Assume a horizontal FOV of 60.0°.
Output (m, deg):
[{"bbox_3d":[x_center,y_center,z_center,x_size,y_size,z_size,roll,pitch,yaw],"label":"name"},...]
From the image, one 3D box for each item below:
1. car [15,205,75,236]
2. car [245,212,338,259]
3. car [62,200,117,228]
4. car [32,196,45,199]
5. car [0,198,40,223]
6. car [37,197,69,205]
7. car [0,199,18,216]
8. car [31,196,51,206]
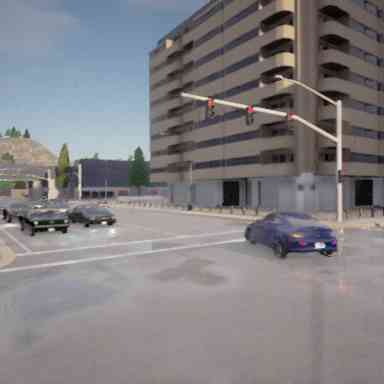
[{"bbox_3d":[-8.374,1.616,18.689,1.895,1.301,4.718,-1,0,-35],"label":"car"},{"bbox_3d":[3.482,1.446,12.309,1.812,1.442,4.674,0,0,-9],"label":"car"},{"bbox_3d":[-6.939,1.529,22.742,2.033,1.411,5.357,-1,0,-35],"label":"car"},{"bbox_3d":[-18.401,1.485,39.161,2.128,1.511,4.902,-1,0,-35],"label":"car"},{"bbox_3d":[-13.714,1.525,26.324,1.837,1.490,4.892,-1,0,-35],"label":"car"},{"bbox_3d":[-12.520,1.479,30.725,2.128,1.511,4.902,-1,0,-35],"label":"car"},{"bbox_3d":[-19.430,1.552,34.510,1.812,1.442,4.674,-1,0,-35],"label":"car"},{"bbox_3d":[-25.075,1.457,55.126,2.128,1.511,4.902,-1,0,-35],"label":"car"}]
